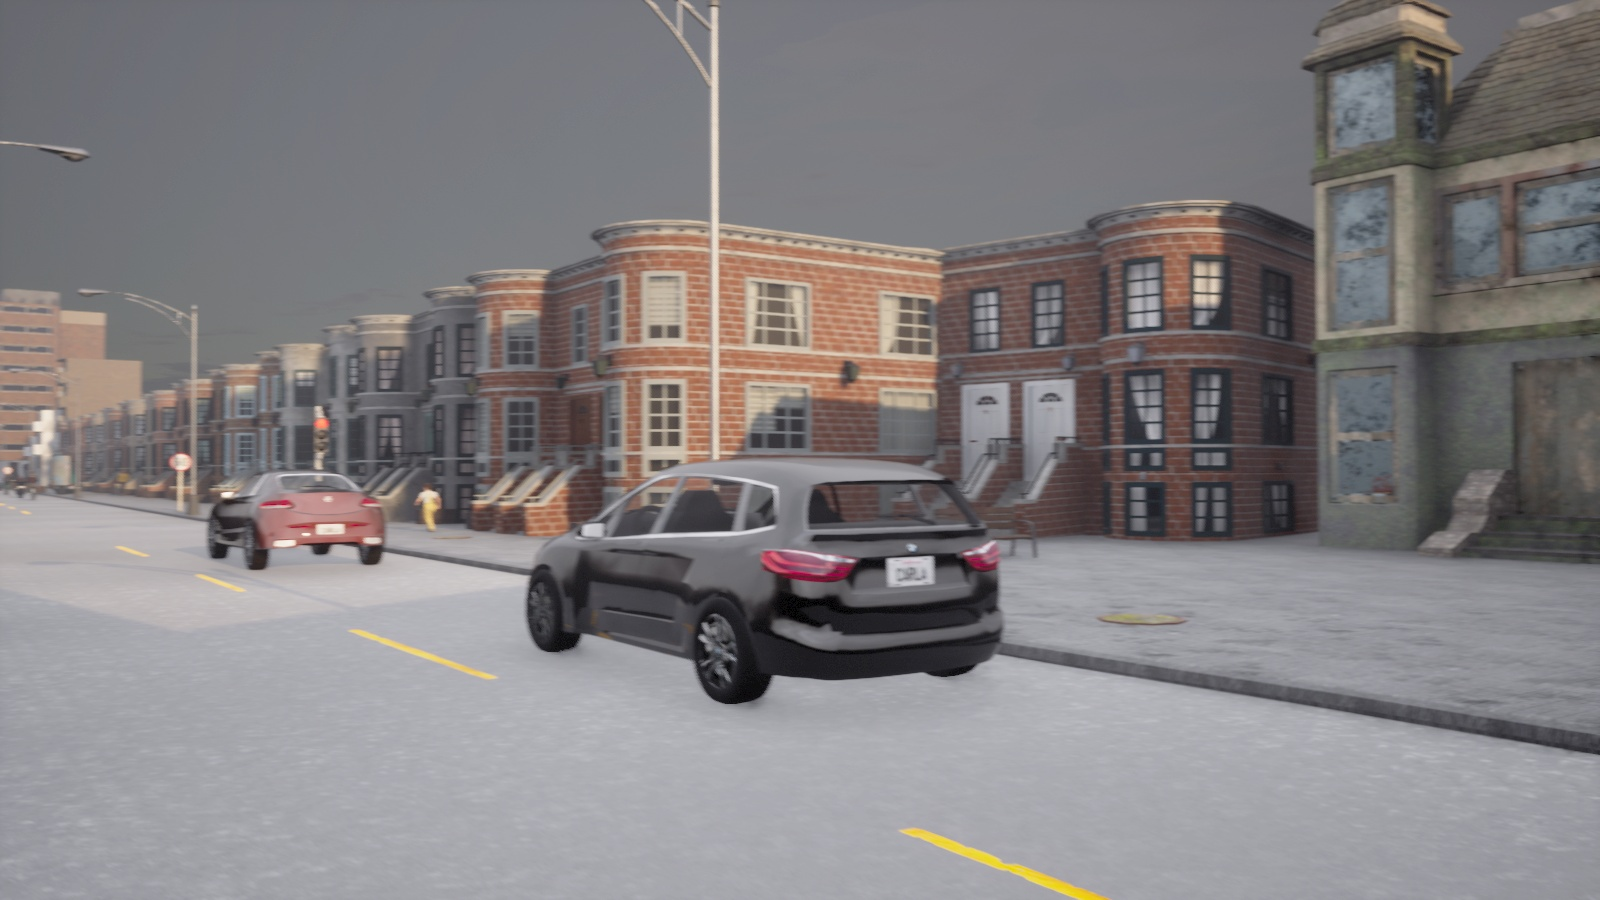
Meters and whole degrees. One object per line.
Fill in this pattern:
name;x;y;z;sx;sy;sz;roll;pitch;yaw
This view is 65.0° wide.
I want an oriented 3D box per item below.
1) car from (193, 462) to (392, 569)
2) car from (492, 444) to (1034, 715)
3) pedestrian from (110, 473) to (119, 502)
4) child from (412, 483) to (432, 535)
car;-9.074;1.081;22.171;2.152;1.651;5.027;0;-1;-35
car;-0.573;0.843;10.262;2.242;1.667;4.611;0;-1;-35
pedestrian;-44.182;2.430;80.916;0.431;1.840;0.709;0;-1;-37
child;-9.317;1.446;30.955;0.437;1.263;0.270;-2;-1;42
